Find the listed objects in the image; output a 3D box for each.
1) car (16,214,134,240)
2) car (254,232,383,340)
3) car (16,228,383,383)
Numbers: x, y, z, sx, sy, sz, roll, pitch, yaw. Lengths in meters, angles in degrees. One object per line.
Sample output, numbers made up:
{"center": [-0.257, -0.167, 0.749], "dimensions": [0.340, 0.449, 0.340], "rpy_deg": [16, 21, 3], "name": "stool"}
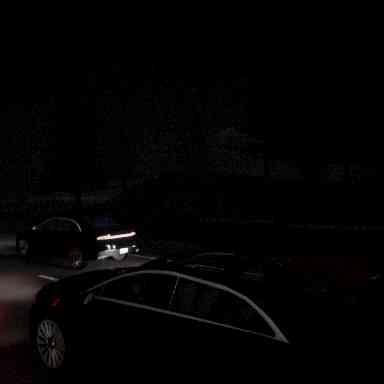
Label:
{"center": [-3.941, 1.478, 11.016], "dimensions": [4.902, 1.511, 2.128], "rpy_deg": [0, 0, 36], "name": "car"}
{"center": [3.638, 1.601, 5.696], "dimensions": [4.718, 1.301, 1.895], "rpy_deg": [0, 0, 36], "name": "car"}
{"center": [-0.039, 1.490, 4.016], "dimensions": [4.902, 1.511, 2.128], "rpy_deg": [0, 0, 35], "name": "car"}
